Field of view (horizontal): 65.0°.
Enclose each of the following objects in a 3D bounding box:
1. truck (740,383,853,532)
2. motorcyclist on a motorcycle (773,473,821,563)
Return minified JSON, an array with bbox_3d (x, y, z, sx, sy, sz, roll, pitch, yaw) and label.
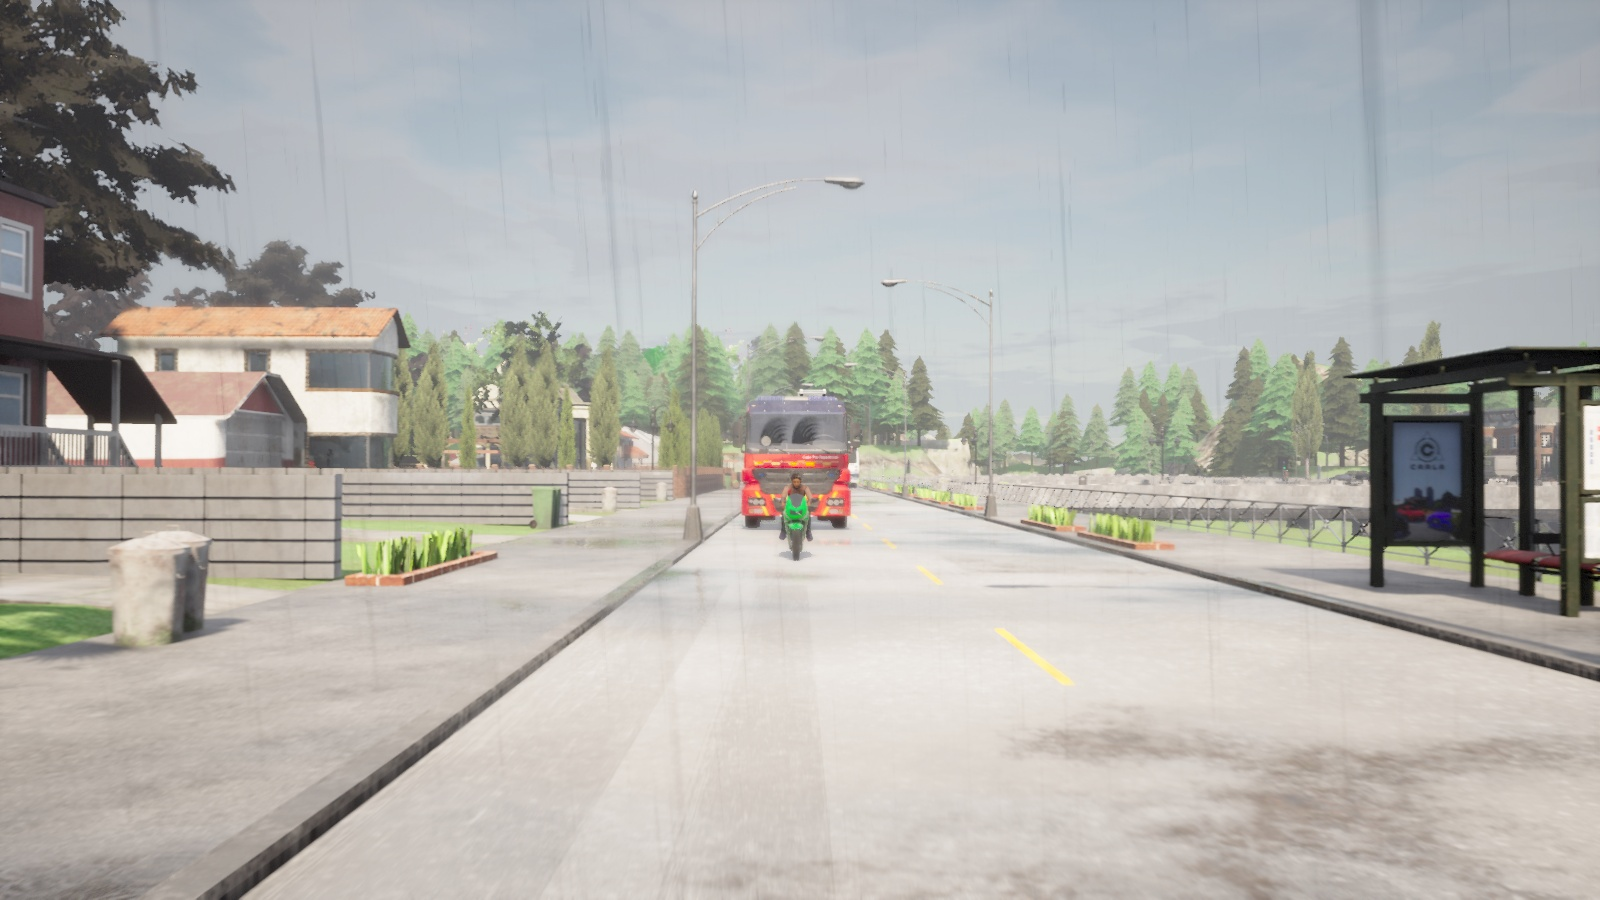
[{"bbox_3d":[-0.095,0.262,36.551,2.891,3.827,8.468,0,-1,0],"label":"truck"},{"bbox_3d":[-0.055,1.171,22.346,0.797,1.523,2.044,0,-1,0],"label":"motorcyclist on a motorcycle"}]
